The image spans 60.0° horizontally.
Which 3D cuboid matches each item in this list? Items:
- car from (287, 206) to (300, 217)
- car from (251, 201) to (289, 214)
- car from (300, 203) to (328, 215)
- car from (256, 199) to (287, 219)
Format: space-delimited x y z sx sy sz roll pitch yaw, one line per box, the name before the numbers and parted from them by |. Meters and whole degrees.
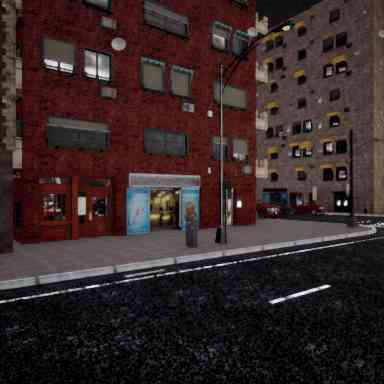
car | 8.060 1.752 33.936 1.882 1.535 5.008 0 -1 -37
car | 9.663 1.901 41.627 1.947 1.339 4.313 -1 0 -37
car | 13.016 1.847 37.181 1.802 1.307 4.206 -1 0 -37
car | 6.086 1.588 32.003 2.192 1.841 5.009 -1 0 -37
